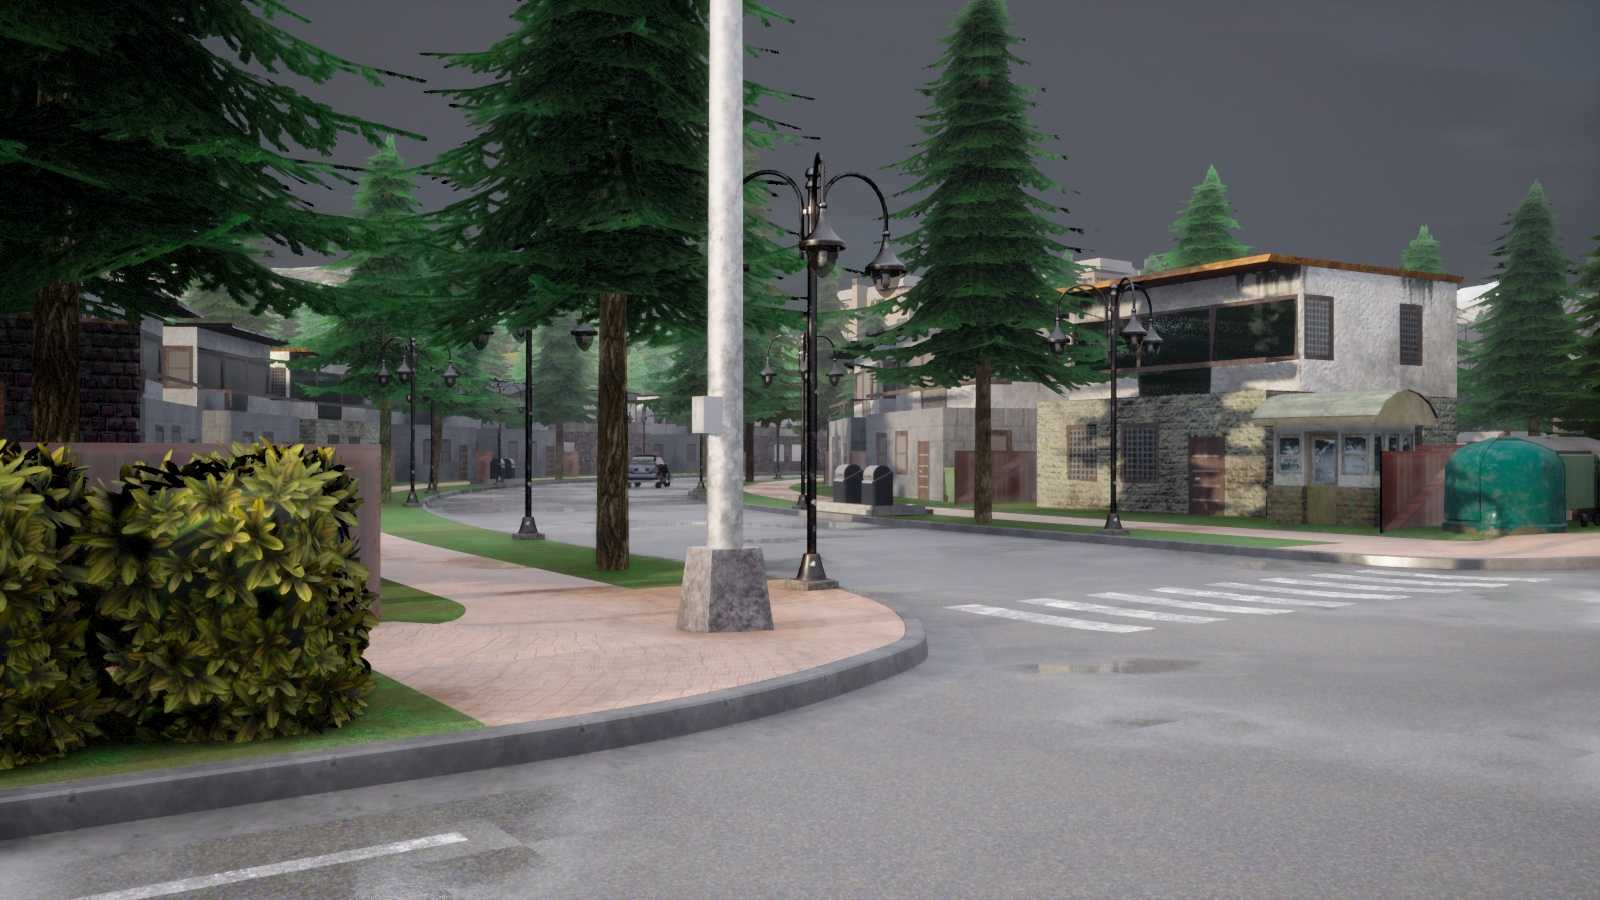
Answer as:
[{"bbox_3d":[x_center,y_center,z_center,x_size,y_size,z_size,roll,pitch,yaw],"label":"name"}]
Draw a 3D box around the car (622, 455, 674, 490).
[{"bbox_3d":[-7.131,1.041,59.254,1.789,1.549,3.705,0,0,3],"label":"car"}]
